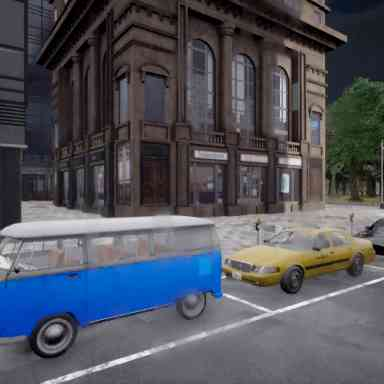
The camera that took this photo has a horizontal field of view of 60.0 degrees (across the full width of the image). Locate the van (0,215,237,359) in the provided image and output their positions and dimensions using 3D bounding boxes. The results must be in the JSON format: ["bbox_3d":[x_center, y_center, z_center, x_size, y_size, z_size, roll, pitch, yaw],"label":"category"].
[{"bbox_3d":[-1.337,1.341,5.695,3.998,1.788,1.690,0,0,-35],"label":"van"}]

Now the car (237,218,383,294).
[{"bbox_3d":[2.954,1.525,8.750,4.829,1.417,1.752,0,0,-35],"label":"car"}]
